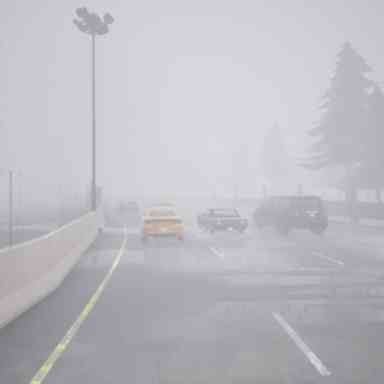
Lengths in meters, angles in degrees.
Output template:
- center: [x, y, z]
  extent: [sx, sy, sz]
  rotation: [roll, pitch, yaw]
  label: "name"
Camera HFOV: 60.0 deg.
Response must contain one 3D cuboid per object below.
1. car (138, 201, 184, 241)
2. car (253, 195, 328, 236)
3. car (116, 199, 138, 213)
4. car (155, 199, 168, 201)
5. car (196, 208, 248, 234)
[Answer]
- center: [-1.597, 1.468, 16.703]
  extent: [1.882, 1.535, 5.008]
  rotation: [0, 0, -9]
  label: "car"
- center: [5.230, 1.186, 18.373]
  extent: [2.150, 2.045, 5.566]
  rotation: [0, 0, -10]
  label: "car"
- center: [-7.091, 1.484, 36.249]
  extent: [2.128, 1.511, 4.902]
  rotation: [0, 0, -21]
  label: "car"
- center: [-3.411, 1.504, 36.348]
  extent: [1.812, 1.442, 4.674]
  rotation: [0, 0, -21]
  label: "car"
- center: [1.534, 1.578, 19.078]
  extent: [1.895, 1.301, 4.718]
  rotation: [0, 0, -11]
  label: "car"
